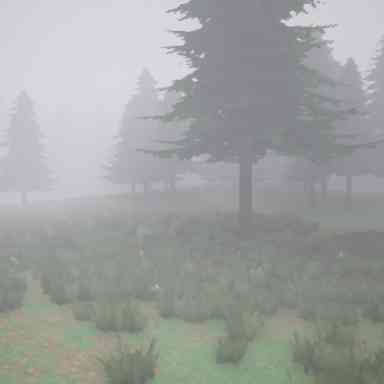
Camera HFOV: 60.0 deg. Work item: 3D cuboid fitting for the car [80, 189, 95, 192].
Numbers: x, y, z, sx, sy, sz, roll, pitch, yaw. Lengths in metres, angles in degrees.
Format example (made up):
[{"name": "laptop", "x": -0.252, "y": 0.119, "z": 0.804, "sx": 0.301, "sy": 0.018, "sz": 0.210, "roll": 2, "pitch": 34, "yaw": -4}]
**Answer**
[{"name": "car", "x": -16.697, "y": 0.398, "z": 51.974, "sx": 1.882, "sy": 1.535, "sz": 5.008, "roll": 0, "pitch": 5, "yaw": 45}]
